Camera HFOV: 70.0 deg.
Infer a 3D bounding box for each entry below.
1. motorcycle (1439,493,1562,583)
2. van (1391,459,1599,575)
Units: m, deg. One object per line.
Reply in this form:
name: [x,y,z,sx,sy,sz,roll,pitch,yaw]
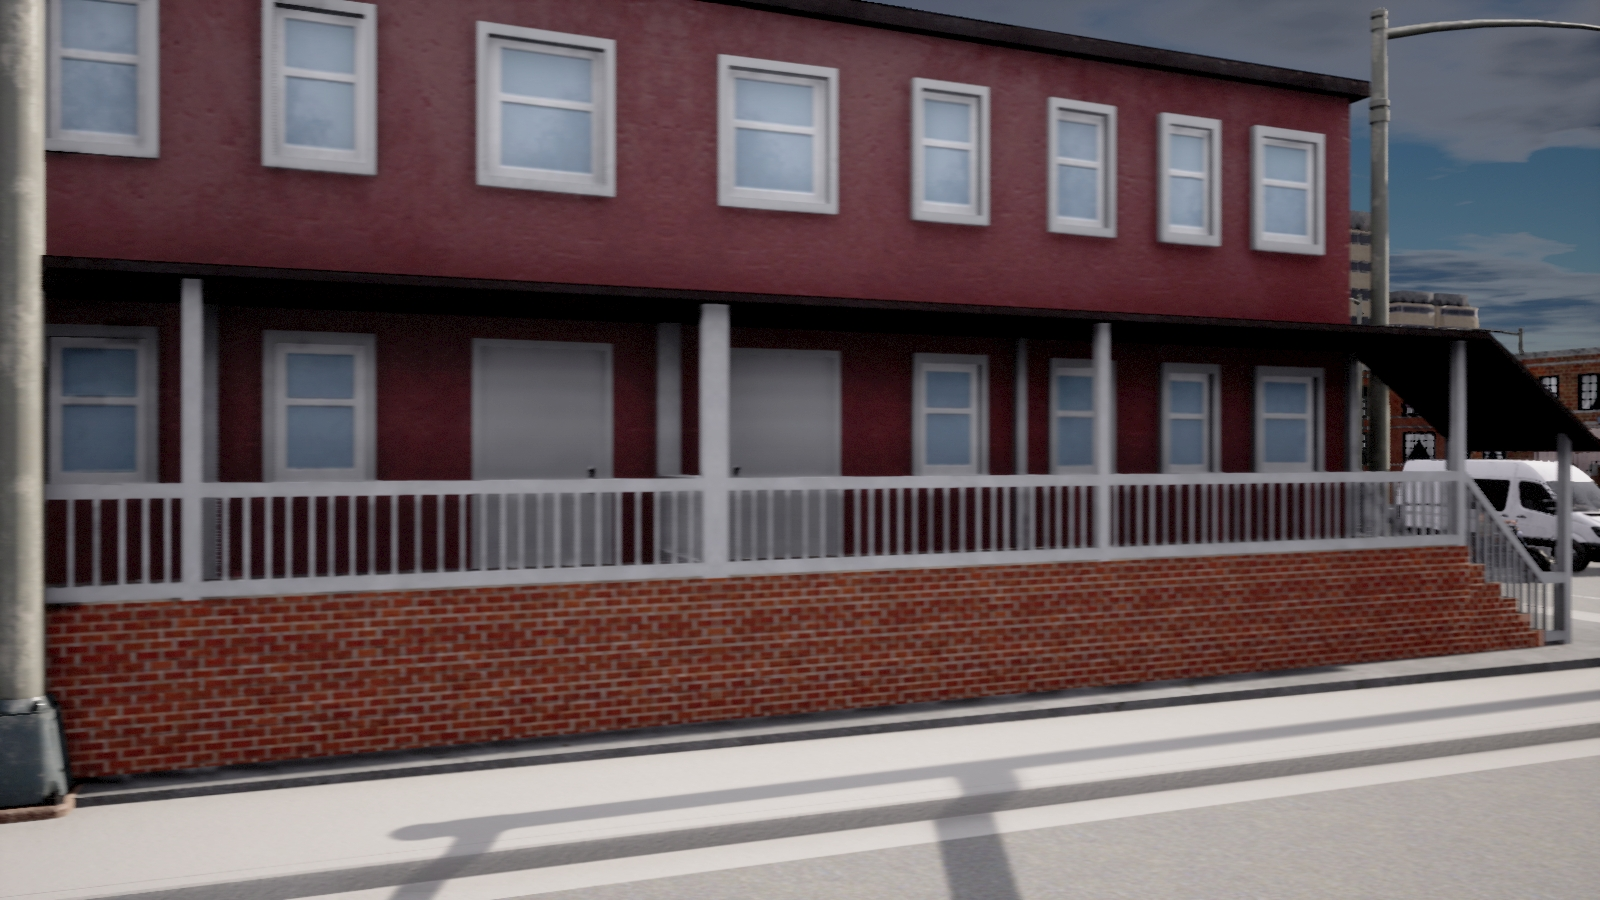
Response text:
motorcycle: [15.449,1.905,25.296,0.764,1.802,2.356,0,0,-20]
van: [17.991,1.532,28.553,1.988,2.561,5.915,0,0,-20]
